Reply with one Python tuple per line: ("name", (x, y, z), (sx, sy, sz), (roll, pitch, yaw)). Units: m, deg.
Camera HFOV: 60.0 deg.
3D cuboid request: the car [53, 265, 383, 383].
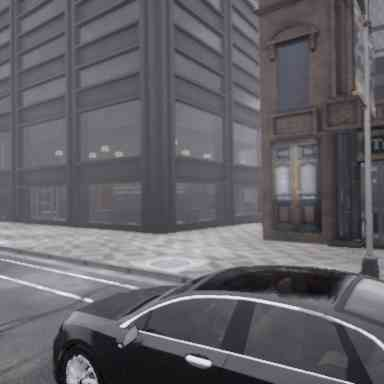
("car", (0.597, 1.521, 3.259), (4.892, 1.490, 1.837), (-2, -1, 35))
